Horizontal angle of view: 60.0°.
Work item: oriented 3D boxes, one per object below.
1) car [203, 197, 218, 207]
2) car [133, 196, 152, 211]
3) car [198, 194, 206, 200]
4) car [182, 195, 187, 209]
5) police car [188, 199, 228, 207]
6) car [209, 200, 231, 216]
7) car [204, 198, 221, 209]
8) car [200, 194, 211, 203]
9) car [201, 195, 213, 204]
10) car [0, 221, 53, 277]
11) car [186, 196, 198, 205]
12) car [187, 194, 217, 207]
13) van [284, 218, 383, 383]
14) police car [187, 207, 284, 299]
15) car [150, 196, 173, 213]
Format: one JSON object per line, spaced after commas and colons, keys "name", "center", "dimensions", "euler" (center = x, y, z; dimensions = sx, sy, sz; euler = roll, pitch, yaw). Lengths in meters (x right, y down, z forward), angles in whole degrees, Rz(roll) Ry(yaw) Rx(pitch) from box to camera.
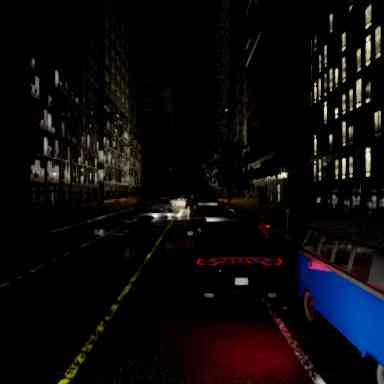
{"name": "car", "center": [2.682, 1.470, 50.017], "dimensions": [2.008, 1.369, 4.403], "euler": [0, 0, 0]}
{"name": "car", "center": [-5.697, 1.495, 38.634], "dimensions": [2.008, 1.369, 4.403], "euler": [0, 0, 0]}
{"name": "car", "center": [2.676, 1.340, 89.864], "dimensions": [1.887, 1.381, 4.507], "euler": [0, 0, 0]}
{"name": "car", "center": [-0.007, 1.479, 44.754], "dimensions": [2.033, 1.411, 5.357], "euler": [0, 0, 0]}
{"name": "police car", "center": [0.896, 1.399, 18.606], "dimensions": [1.930, 1.638, 5.238], "euler": [0, 0, 0]}
{"name": "car", "center": [2.684, 1.536, 32.939], "dimensions": [1.802, 1.307, 4.206], "euler": [0, 0, 0]}
{"name": "car", "center": [2.683, 1.483, 44.324], "dimensions": [2.008, 1.369, 4.403], "euler": [0, 0, 0]}
{"name": "car", "center": [2.679, 1.309, 67.093], "dimensions": [1.967, 1.590, 4.097], "euler": [0, 0, 0]}
{"name": "car", "center": [2.680, 1.326, 61.401], "dimensions": [1.967, 1.590, 4.097], "euler": [0, 0, 0]}
{"name": "car", "center": [-5.693, 1.568, 10.171], "dimensions": [1.802, 1.307, 4.206], "euler": [0, 0, 0]}
{"name": "car", "center": [-0.011, 1.440, 59.243], "dimensions": [2.033, 1.411, 5.357], "euler": [0, 0, 0]}
{"name": "car", "center": [0.895, 1.191, 24.526], "dimensions": [2.150, 2.045, 5.566], "euler": [0, 0, 0]}
{"name": "van", "center": [2.689, 1.335, 4.477], "dimensions": [1.690, 1.788, 3.998], "euler": [0, 0, 0]}
{"name": "police car", "center": [0.898, 1.413, 8.606], "dimensions": [1.930, 1.638, 5.238], "euler": [0, 0, 0]}
{"name": "car", "center": [-3.107, 1.474, 36.362], "dimensions": [1.812, 1.442, 4.674], "euler": [0, 0, 0]}
